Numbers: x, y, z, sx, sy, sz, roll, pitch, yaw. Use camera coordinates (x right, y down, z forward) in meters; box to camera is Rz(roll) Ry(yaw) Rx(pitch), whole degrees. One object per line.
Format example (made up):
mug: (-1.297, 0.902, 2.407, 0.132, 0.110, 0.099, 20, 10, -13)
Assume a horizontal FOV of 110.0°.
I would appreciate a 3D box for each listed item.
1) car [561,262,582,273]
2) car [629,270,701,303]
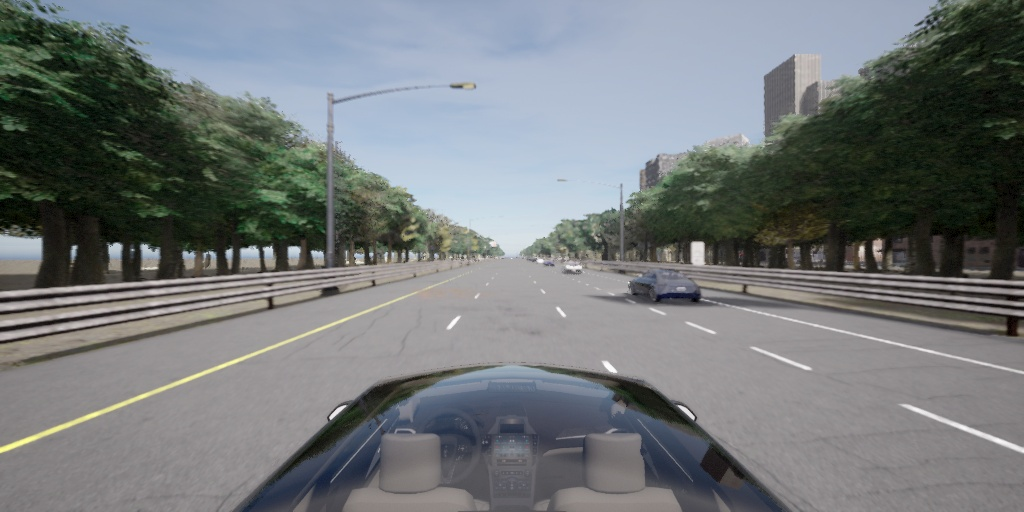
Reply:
car: (7.008, 1.365, 42.744, 1.895, 1.301, 4.718, 0, 0, 0)
car: (7.003, 1.318, 16.837, 1.994, 1.385, 4.181, 0, 0, 0)
